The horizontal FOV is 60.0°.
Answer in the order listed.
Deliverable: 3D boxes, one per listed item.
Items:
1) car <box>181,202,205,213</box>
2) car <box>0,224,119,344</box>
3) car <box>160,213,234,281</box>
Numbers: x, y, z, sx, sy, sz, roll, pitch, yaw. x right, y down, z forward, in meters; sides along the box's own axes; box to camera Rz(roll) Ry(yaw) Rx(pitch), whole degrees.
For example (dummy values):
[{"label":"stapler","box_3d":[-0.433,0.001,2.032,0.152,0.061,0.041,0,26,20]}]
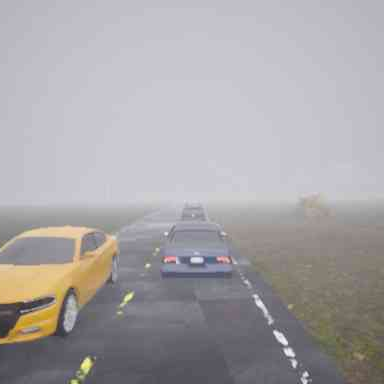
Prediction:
[{"label":"car","box_3d":[0.099,1.599,27.866,2.128,1.511,4.902,0,0,0]},{"label":"car","box_3d":[-2.847,1.499,6.882,1.882,1.535,5.008,0,0,0]},{"label":"car","box_3d":[0.102,1.585,9.975,2.033,1.411,5.357,0,0,0]}]
